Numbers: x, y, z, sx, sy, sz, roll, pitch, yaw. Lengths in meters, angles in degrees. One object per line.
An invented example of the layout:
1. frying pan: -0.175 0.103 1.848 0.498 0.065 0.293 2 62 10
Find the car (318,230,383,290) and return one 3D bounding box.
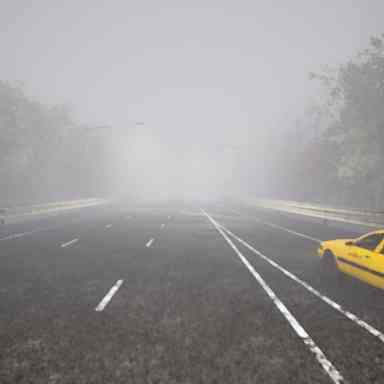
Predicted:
1. car: 4.550 1.427 7.095 1.801 1.575 5.366 0 0 -5
